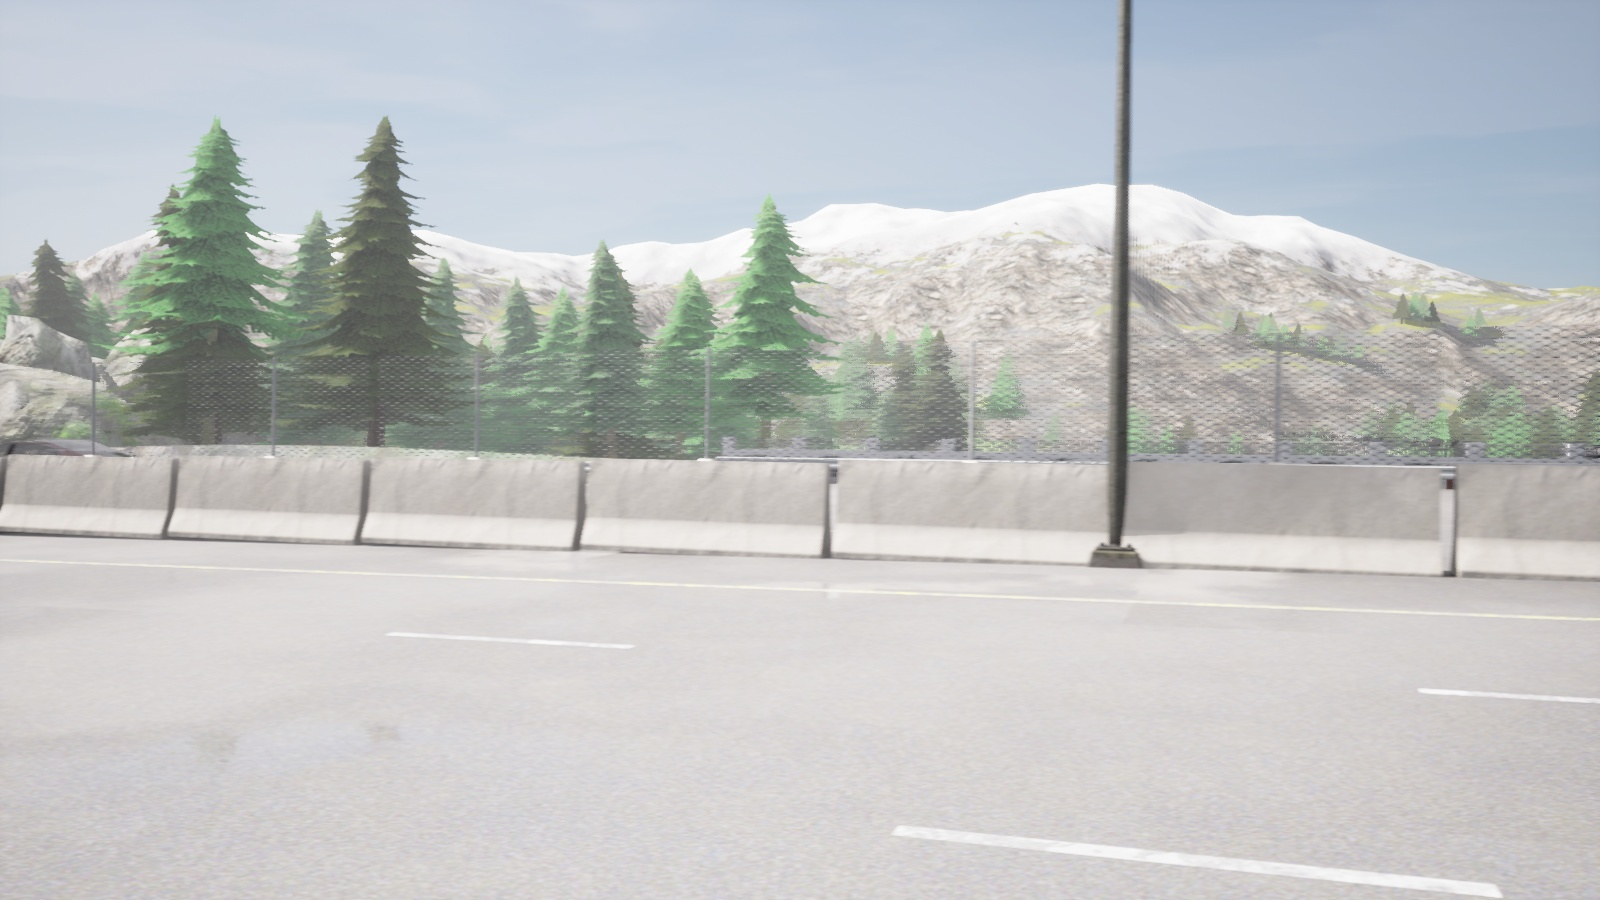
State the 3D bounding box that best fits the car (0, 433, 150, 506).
[{"bbox_3d":[-16.912,0.374,27.346,4.792,1.488,2.163,0,1,19],"label":"car"}]
